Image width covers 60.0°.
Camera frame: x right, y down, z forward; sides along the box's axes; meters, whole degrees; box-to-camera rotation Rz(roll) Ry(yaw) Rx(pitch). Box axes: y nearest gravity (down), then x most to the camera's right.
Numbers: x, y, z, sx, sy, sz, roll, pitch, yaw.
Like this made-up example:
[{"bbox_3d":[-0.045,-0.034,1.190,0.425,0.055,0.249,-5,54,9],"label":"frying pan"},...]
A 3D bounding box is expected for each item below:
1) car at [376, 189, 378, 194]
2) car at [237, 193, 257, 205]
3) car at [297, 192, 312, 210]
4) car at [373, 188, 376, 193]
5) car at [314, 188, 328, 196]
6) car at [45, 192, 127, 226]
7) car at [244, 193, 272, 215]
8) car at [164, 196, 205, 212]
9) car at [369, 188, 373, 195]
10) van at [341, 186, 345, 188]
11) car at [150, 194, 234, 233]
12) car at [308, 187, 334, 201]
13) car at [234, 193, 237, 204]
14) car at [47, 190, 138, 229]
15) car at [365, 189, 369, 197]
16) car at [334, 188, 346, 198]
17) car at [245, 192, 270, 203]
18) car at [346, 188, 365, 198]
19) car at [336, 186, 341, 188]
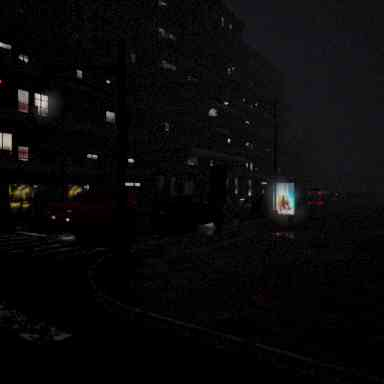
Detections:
[{"bbox_3d":[44.506,-0.221,81.280,2.008,1.369,4.403,1,2,35],"label":"car"},{"bbox_3d":[5.748,0.828,40.630,2.008,1.369,4.403,2,2,35],"label":"car"},{"bbox_3d":[9.460,0.964,31.331,1.947,1.339,4.313,1,2,35],"label":"car"},{"bbox_3d":[38.135,-0.012,72.198,1.887,1.381,4.507,1,2,35],"label":"car"},{"bbox_3d":[28.046,-0.025,72.406,1.967,1.590,4.097,2,2,35],"label":"car"},{"bbox_3d":[-6.991,1.009,22.464,2.192,1.841,5.009,1,2,35],"label":"car"},{"bbox_3d":[6.274,1.069,26.789,1.947,1.339,4.313,1,2,35],"label":"car"},{"bbox_3d":[-0.622,1.069,31.551,1.802,1.307,4.206,2,2,35],"label":"car"},{"bbox_3d":[34.949,0.096,67.657,1.887,1.381,4.507,1,2,35],"label":"car"},{"bbox_3d":[37.603,-0.446,86.023,1.690,1.788,3.998,2,2,35],"label":"van"},{"bbox_3d":[-0.097,1.026,17.701,2.192,1.841,5.009,1,2,35],"label":"car"},{"bbox_3d":[18.863,0.233,49.271,2.150,2.045,5.566,0,1,35],"label":"car"},{"bbox_3d":[2.070,1.000,30.895,1.812,1.442,4.674,0,2,35],"label":"car"},{"bbox_3d":[-5.715,0.948,19.850,2.150,2.045,5.566,0,1,36],"label":"car"},{"bbox_3d":[31.763,0.098,63.113,1.967,1.590,4.097,1,2,35],"label":"car"},{"bbox_3d":[25.045,0.406,58.080,1.895,1.301,4.718,0,1,35],"label":"car"},{"bbox_3d":[8.933,0.754,45.170,1.802,1.307,4.206,2,2,35],"label":"car"},{"bbox_3d":[28.577,0.309,58.576,1.887,1.381,4.507,1,2,35],"label":"car"},{"bbox_3d":[34.417,-0.239,81.486,1.967,1.590,4.097,2,2,35],"label":"car"}]
